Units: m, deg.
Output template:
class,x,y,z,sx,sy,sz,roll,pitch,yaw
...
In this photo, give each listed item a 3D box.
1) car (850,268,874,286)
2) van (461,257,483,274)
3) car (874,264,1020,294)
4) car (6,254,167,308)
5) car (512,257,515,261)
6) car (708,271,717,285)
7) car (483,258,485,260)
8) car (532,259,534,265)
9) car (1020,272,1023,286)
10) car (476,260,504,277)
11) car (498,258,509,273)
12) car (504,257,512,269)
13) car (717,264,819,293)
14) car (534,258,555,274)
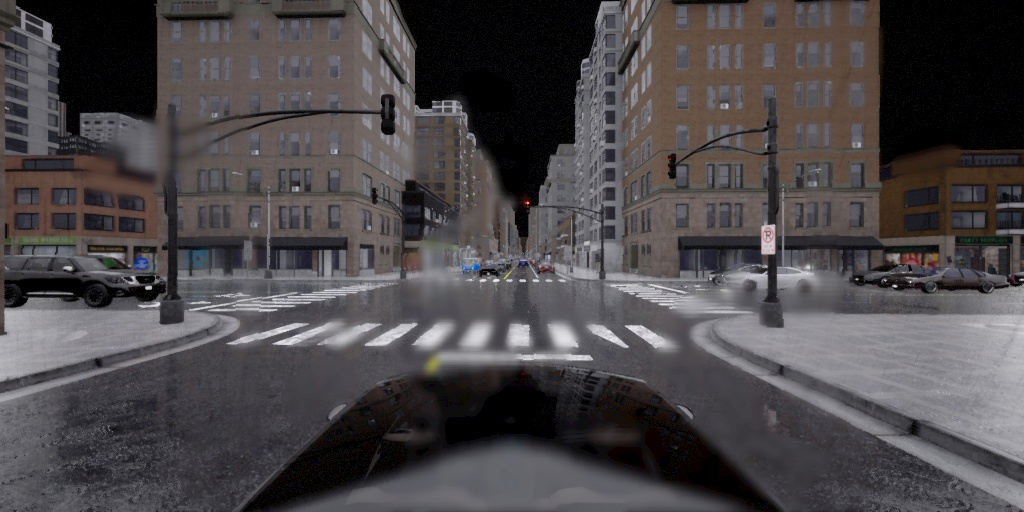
class,x,y,z,sx,sy,sz,roll,pitch,yaw
car,25.063,1.284,23.470,4.892,1.490,1.837,0,0,2
van,-4.707,1.111,41.113,1.690,1.789,3.998,0,0,2
car,24.356,1.326,20.238,5.357,1.411,2.033,0,0,2
car,-17.665,0.956,14.720,5.566,2.045,2.150,0,0,0
car,-1.114,1.146,64.498,2.097,1.767,4.553,0,0,3
car,15.646,1.257,23.739,4.902,1.511,2.128,0,0,2
car,-4.519,1.090,46.633,2.192,1.841,5.009,0,0,2
car,4.002,1.341,46.350,1.948,1.339,4.313,0,0,2
car,35.046,1.360,23.176,4.181,1.385,1.994,0,0,2
car,-2.142,1.365,35.794,1.895,1.301,4.718,0,0,2
car,-1.812,1.338,44.877,1.994,1.385,4.181,0,0,3
car,-1.488,1.136,54.515,2.097,1.767,4.553,0,0,2
car,14.769,1.291,20.511,4.674,1.442,1.812,0,0,3
car,3.814,1.210,40.828,1.967,1.591,4.097,0,0,2
